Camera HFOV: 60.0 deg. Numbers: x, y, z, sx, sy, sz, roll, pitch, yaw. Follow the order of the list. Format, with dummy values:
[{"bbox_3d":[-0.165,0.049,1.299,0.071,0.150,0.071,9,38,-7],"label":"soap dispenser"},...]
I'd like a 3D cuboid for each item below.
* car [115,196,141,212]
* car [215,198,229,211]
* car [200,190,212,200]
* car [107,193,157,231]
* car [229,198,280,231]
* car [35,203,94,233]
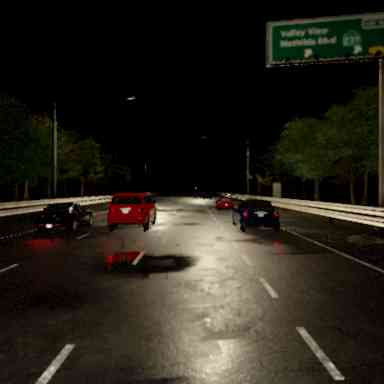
[{"bbox_3d":[-6.895,1.240,36.344,1.837,1.490,4.892,0,0,0],"label":"car"},{"bbox_3d":[3.604,1.295,36.891,1.994,1.385,4.181,0,0,0],"label":"car"},{"bbox_3d":[3.516,0.893,76.455,2.033,1.649,4.856,0,0,0],"label":"car"},{"bbox_3d":[-3.398,1.077,19.639,2.150,2.045,5.566,0,0,0],"label":"car"},{"bbox_3d":[3.602,1.209,19.479,2.097,1.767,4.553,0,0,0],"label":"car"},{"bbox_3d":[-6.899,1.369,18.464,1.837,1.490,4.892,0,0,0],"label":"car"}]
